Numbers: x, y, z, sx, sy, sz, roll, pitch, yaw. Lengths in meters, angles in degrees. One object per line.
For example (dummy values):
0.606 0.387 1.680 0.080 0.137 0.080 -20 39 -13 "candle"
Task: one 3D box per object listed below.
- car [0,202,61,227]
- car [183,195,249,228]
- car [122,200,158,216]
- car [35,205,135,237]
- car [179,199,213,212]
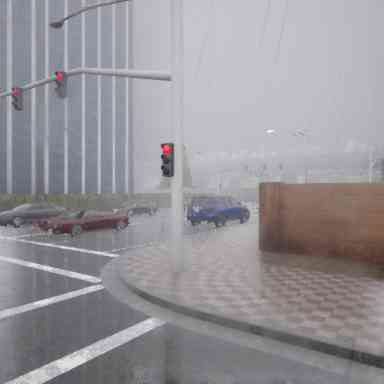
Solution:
-10.967 1.505 22.907 1.837 1.490 4.892 0 0 35 "car"
1.858 1.221 22.484 2.150 2.045 5.566 0 0 35 "car"
-5.258 1.491 30.936 2.128 1.511 4.902 0 0 35 "car"
-5.613 1.601 18.012 1.895 1.301 4.718 0 0 35 "car"
0.519 1.564 39.040 1.994 1.385 4.181 0 0 35 "car"
